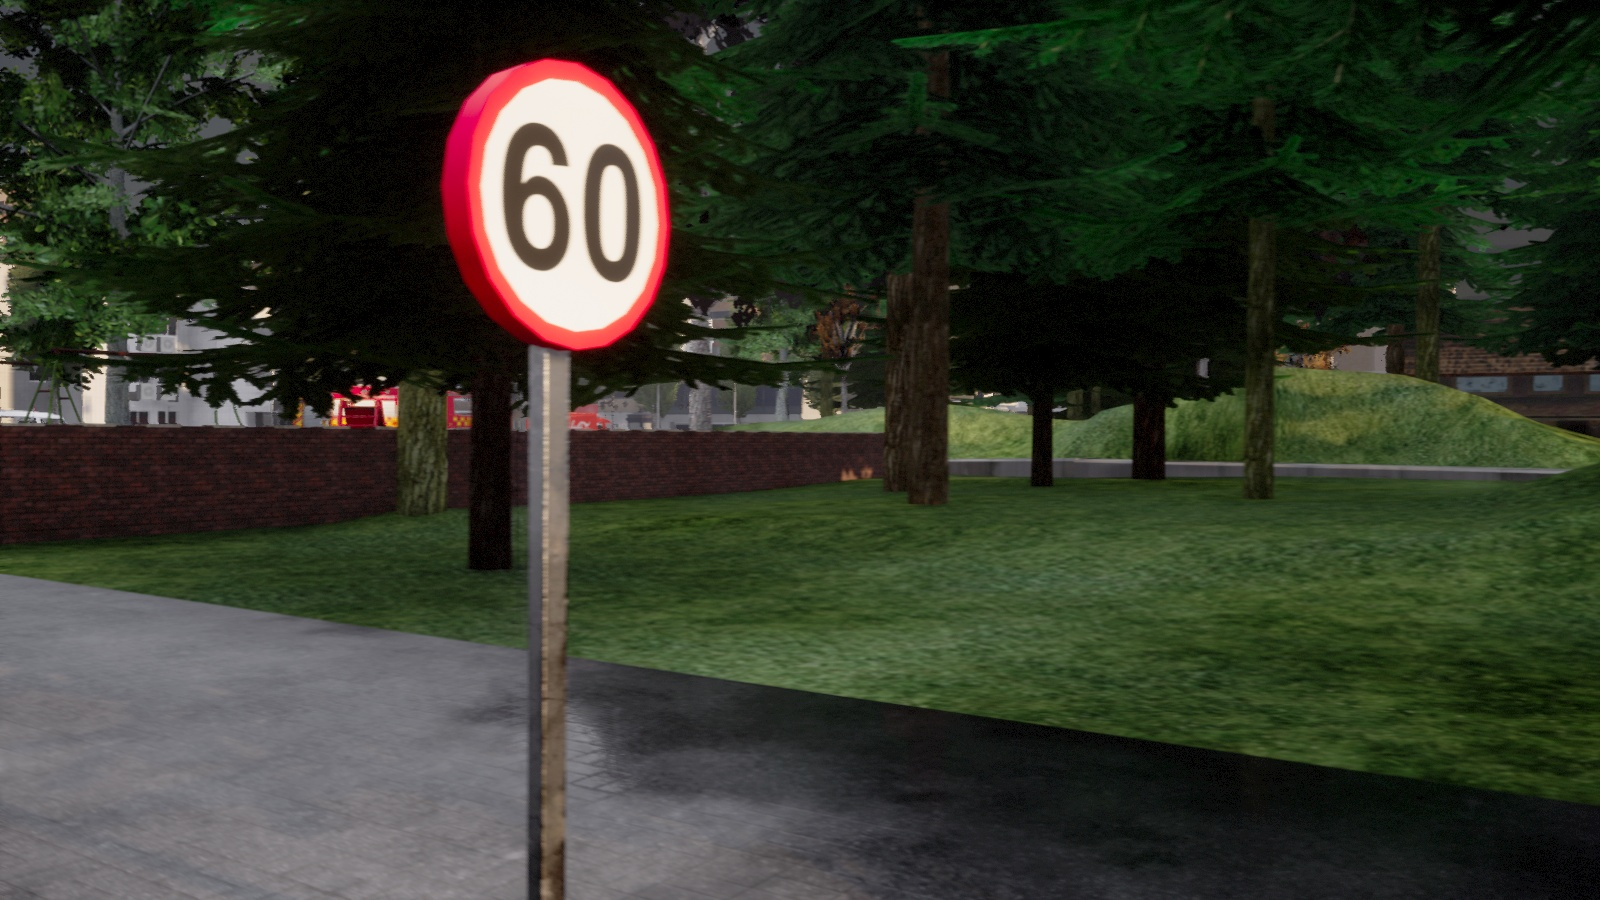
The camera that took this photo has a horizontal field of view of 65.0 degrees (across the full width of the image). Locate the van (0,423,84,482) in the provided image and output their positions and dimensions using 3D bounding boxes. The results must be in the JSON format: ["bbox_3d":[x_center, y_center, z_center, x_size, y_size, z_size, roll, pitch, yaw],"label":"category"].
[{"bbox_3d":[-28.211,0.093,44.492,2.069,2.038,4.480,0,0,34],"label":"van"}]

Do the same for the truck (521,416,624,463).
[{"bbox_3d":[-12.324,-0.576,68.311,2.627,2.467,5.204,0,1,34],"label":"truck"}]

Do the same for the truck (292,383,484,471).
[{"bbox_3d":[-18.934,-1.059,58.401,2.891,3.827,8.468,0,1,34],"label":"truck"}]
